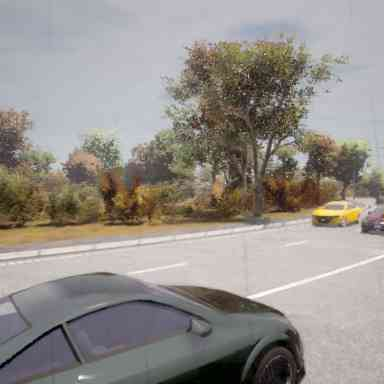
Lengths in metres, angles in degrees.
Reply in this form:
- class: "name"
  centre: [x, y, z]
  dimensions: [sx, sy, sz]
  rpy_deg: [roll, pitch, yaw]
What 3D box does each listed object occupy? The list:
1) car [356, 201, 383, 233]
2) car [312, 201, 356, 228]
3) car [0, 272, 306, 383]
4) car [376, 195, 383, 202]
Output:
- class: "car"
  centre: [10.898, 1.461, 18.277]
  dimensions: [1.812, 1.442, 4.674]
  rpy_deg: [0, 0, 44]
- class: "car"
  centre: [9.687, 1.411, 22.040]
  dimensions: [1.882, 1.535, 5.008]
  rpy_deg: [0, 0, 43]
- class: "car"
  centre: [-0.756, 1.567, 3.359]
  dimensions: [4.181, 1.385, 1.994]
  rpy_deg: [0, 0, -37]
- class: "car"
  centre: [31.590, 1.273, 54.771]
  dimensions: [2.128, 1.511, 4.902]
  rpy_deg: [0, 0, 24]
